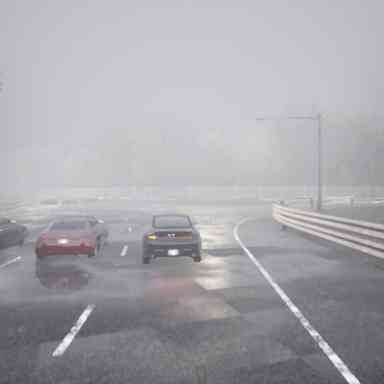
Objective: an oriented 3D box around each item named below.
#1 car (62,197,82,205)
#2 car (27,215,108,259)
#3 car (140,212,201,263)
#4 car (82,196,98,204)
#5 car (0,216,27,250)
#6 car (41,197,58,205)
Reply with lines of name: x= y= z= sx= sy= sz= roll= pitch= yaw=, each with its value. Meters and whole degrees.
car: x=-22.231 y=1.581 z=60.556 sx=1.812 sy=1.442 sz=4.674 roll=0 pitch=0 yaw=-37
car: x=-4.426 y=1.575 z=12.781 sx=1.994 sy=1.385 sz=4.181 roll=0 pitch=0 yaw=-7
car: x=-0.799 y=1.502 z=12.045 sx=1.837 sy=1.490 sz=4.892 roll=0 pitch=0 yaw=-6
car: x=-19.331 y=1.520 z=62.515 sx=1.882 sy=1.535 sz=5.008 roll=0 pitch=0 yaw=-37
car: x=-7.959 y=1.588 z=12.858 sx=1.994 sy=1.385 sz=4.181 roll=0 pitch=0 yaw=-7
car: x=-25.132 y=1.632 z=58.598 sx=1.994 sy=1.385 sz=4.181 roll=0 pitch=0 yaw=-37
